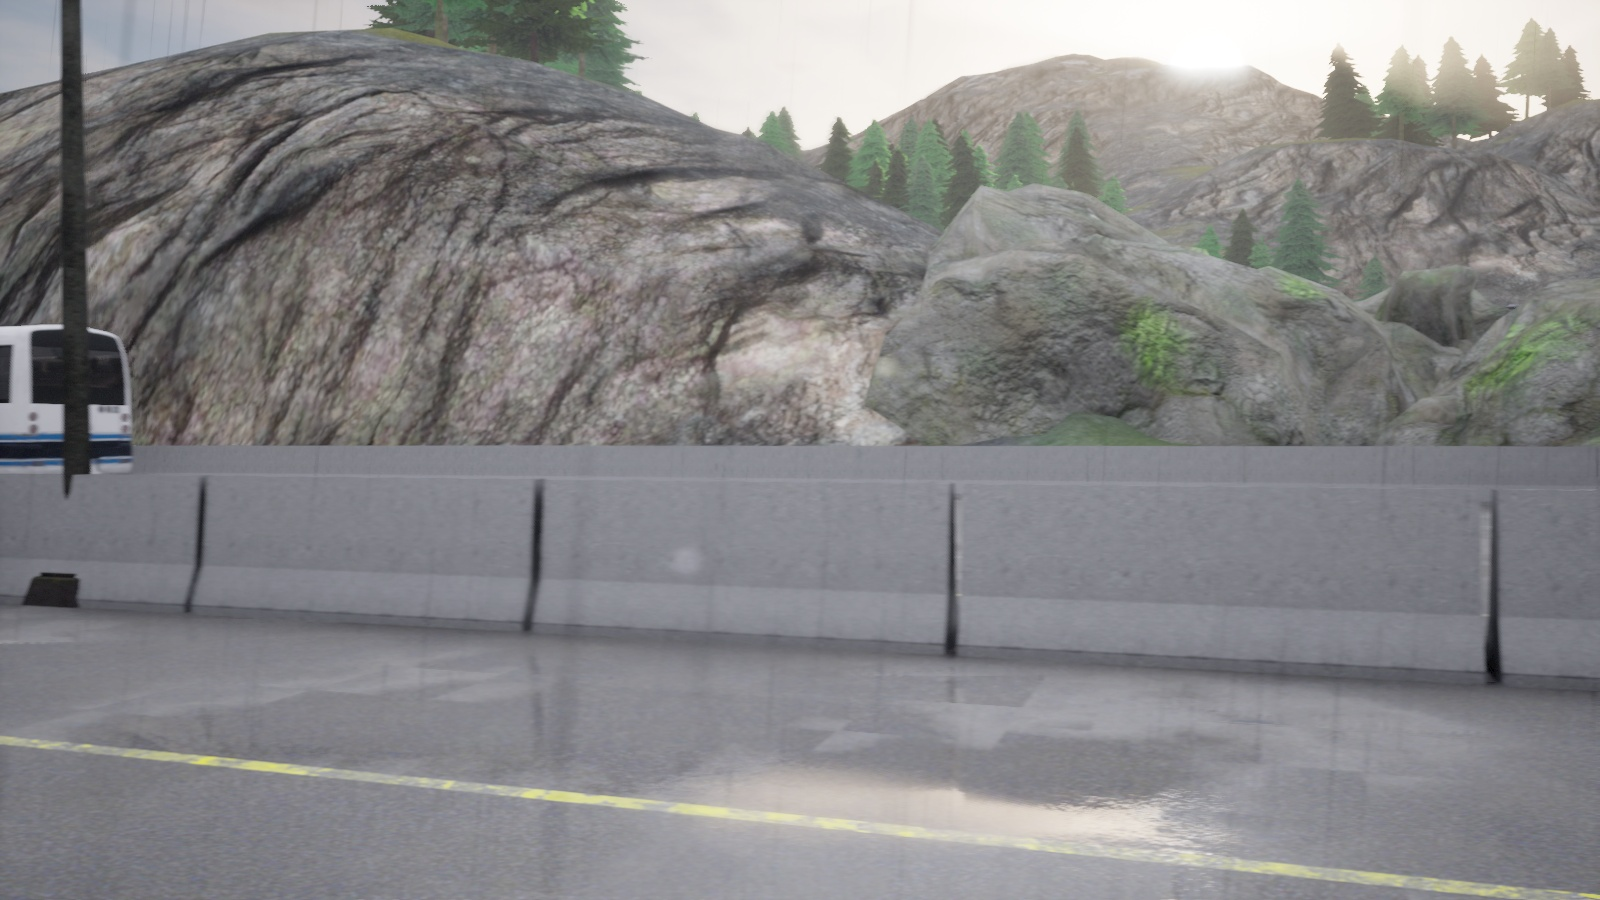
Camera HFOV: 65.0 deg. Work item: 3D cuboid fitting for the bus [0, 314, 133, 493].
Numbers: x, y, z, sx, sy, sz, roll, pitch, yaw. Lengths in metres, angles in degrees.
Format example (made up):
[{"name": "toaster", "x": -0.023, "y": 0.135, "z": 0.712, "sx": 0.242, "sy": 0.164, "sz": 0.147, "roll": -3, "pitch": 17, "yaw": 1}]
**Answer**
[{"name": "bus", "x": -23.240, "y": -1.168, "z": 33.146, "sx": 10.273, "sy": 4.253, "sz": 3.944, "roll": 1, "pitch": 1, "yaw": 19}]
